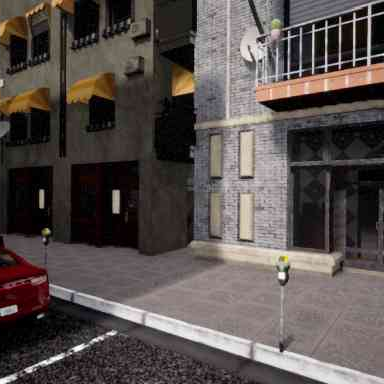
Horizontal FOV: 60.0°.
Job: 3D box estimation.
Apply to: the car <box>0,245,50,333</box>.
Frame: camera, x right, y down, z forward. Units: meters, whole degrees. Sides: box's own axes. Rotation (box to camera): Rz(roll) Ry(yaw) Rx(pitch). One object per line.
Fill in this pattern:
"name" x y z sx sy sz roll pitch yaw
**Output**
"car" -4.404 1.544 6.014 4.507 1.381 1.887 0 1 36
